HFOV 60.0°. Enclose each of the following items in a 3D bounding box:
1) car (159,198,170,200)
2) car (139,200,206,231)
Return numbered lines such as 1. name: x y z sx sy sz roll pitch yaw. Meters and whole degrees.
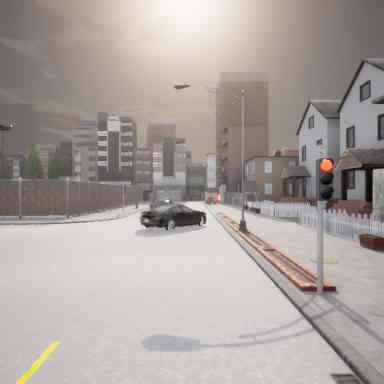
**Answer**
1. car: -4.112 1.601 40.505 1.895 1.301 4.718 0 0 0
2. car: -1.063 1.478 20.738 1.882 1.535 5.008 2 1 38
